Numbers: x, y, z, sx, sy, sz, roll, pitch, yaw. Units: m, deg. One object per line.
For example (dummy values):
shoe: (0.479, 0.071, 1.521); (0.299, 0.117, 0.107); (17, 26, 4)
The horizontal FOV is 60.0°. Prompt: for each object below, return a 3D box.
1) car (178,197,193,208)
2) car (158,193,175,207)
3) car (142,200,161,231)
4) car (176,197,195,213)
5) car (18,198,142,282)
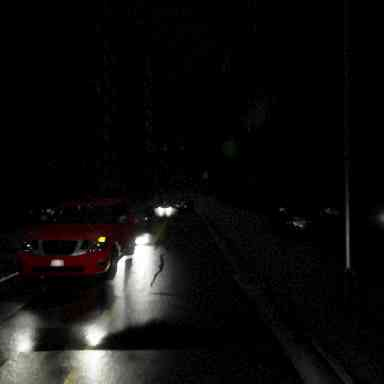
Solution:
car: (-0.992, 1.423, 47.671); (1.994, 1.385, 4.181); (0, 0, -2)
car: (-3.887, 1.391, 49.477); (2.128, 1.511, 4.902); (0, 0, -1)
car: (-3.300, 1.471, 20.586); (2.128, 1.511, 4.902); (0, 0, -1)
car: (-0.705, 1.464, 35.292); (2.033, 1.411, 5.357); (0, 0, -2)
car: (-3.059, 1.222, 10.158); (2.150, 2.045, 5.566); (0, 0, -1)
